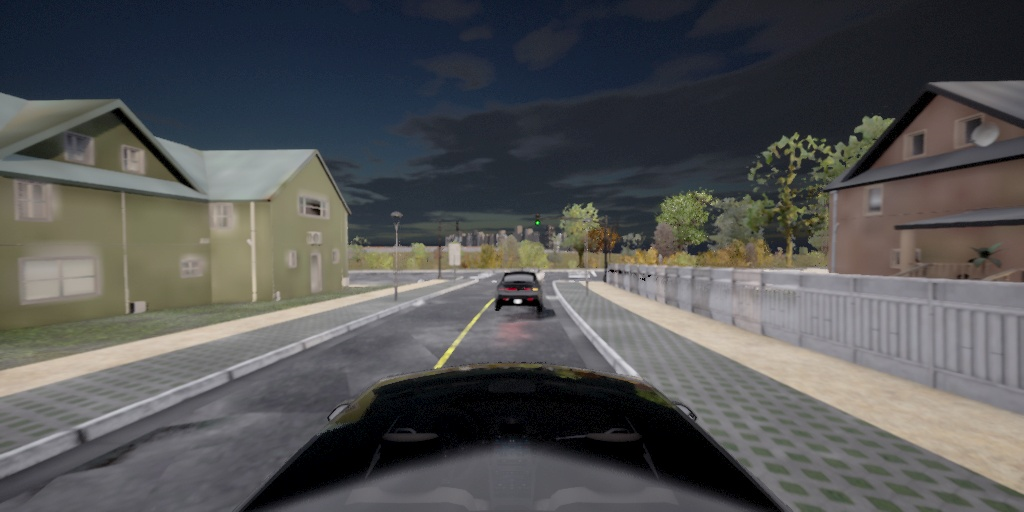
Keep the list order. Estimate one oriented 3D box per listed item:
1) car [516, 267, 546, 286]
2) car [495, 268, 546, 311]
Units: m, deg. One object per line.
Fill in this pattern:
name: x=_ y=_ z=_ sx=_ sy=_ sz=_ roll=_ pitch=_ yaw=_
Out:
car: x=1.690 y=1.625 z=29.830 sx=1.895 sy=1.301 sz=4.718 roll=0 pitch=-1 yaw=11
car: x=0.365 y=1.382 z=15.283 sx=1.837 sy=1.490 sz=4.892 roll=0 pitch=0 yaw=4
